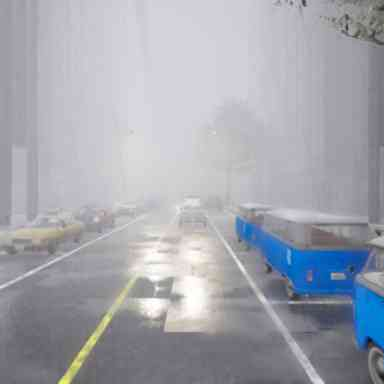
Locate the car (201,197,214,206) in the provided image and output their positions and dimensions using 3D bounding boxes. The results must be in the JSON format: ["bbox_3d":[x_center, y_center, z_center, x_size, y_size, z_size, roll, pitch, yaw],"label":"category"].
[{"bbox_3d":[2.679,1.641,58.691,2.008,1.369,4.403,0,0,0],"label":"car"}]

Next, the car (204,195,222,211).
[{"bbox_3d":[2.703,1.376,41.836,2.192,1.841,5.009,0,0,0],"label":"car"}]

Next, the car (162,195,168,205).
[{"bbox_3d":[-5.846,1.531,58.676,1.967,1.590,4.097,0,0,0],"label":"car"}]

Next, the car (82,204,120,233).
[{"bbox_3d":[-5.791,1.466,19.345,1.967,1.590,4.097,0,0,0],"label":"car"}]

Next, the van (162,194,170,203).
[{"bbox_3d":[-5.870,1.466,75.532,1.690,1.788,3.998,0,0,0],"label":"van"}]

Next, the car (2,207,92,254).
[{"bbox_3d":[-5.782,1.543,13.556,1.752,1.417,4.829,0,0,0],"label":"car"}]

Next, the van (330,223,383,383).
[{"bbox_3d":[2.758,1.344,2.507,1.690,1.788,3.998,0,0,0],"label":"van"}]

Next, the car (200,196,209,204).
[{"bbox_3d":[2.663,1.638,70.098,1.752,1.417,4.829,0,0,0],"label":"car"}]

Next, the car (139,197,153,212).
[{"bbox_3d":[-5.814,1.603,36.201,2.008,1.369,4.403,0,0,0],"label":"car"}]

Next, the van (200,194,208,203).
[{"bbox_3d":[2.655,1.465,75.546,1.690,1.788,3.998,0,0,0],"label":"van"}]

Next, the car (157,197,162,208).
[{"bbox_3d":[-5.830,1.616,47.438,1.887,1.381,4.507,0,0,0],"label":"car"}]

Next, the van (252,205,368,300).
[{"bbox_3d":[2.750,1.351,8.126,1.690,1.788,3.998,0,0,0],"label":"van"}]

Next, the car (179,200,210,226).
[{"bbox_3d":[0.068,1.557,23.393,1.812,1.442,4.674,0,0,0],"label":"car"}]

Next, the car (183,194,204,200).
[{"bbox_3d":[0.044,1.277,41.209,2.150,2.045,5.566,0,-1,0],"label":"car"}]

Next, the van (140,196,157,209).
[{"bbox_3d":[-5.822,1.403,41.820,1.690,1.788,3.998,0,0,0],"label":"van"}]

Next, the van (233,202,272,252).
[{"bbox_3d":[2.742,1.359,13.744,1.690,1.788,3.998,0,0,0],"label":"van"}]

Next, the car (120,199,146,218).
[{"bbox_3d":[-5.806,1.594,30.582,2.008,1.369,4.403,0,0,0],"label":"car"}]

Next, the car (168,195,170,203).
[{"bbox_3d":[-5.854,1.684,64.295,1.802,1.307,4.206,0,0,0],"label":"car"}]

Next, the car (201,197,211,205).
[{"bbox_3d":[2.671,1.627,64.479,1.752,1.417,4.829,0,0,0],"label":"car"}]

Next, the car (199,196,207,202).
[{"bbox_3d":[2.648,1.687,81.164,2.008,1.369,4.403,0,0,0],"label":"car"}]
